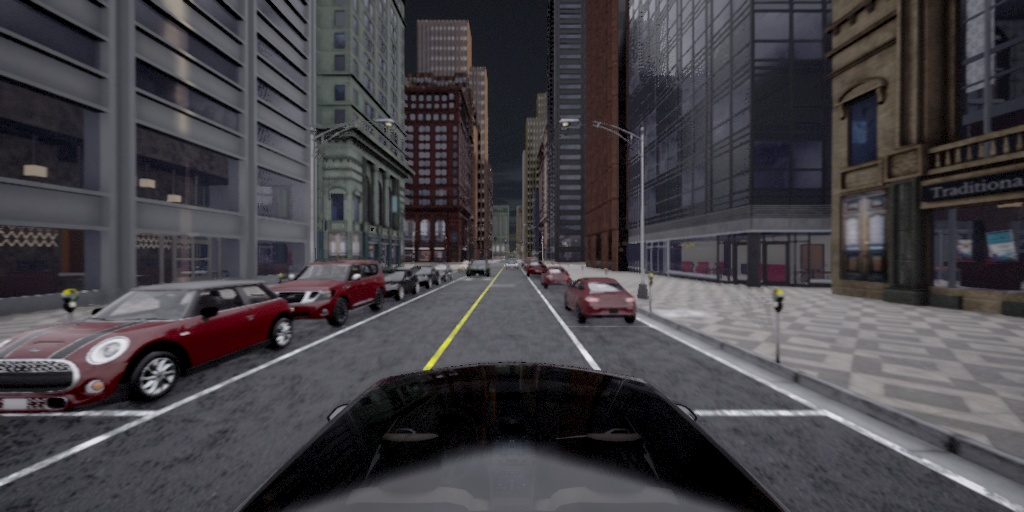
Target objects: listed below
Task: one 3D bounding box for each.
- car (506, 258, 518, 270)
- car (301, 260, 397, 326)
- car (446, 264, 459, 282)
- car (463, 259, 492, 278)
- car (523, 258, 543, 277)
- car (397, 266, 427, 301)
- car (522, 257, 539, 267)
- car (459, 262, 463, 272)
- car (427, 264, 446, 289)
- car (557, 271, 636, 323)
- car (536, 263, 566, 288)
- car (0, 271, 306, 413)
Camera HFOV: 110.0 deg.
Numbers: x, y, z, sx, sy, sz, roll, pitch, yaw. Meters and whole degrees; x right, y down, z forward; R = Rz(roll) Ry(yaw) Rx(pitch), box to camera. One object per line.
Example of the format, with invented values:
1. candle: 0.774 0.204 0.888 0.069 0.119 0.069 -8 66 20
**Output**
1. car: -0.003 1.356 53.984 1.895 1.301 4.718 0 0 0
2. car: -5.764 1.063 11.793 2.192 1.841 5.009 0 0 0
3. car: -5.766 1.296 28.702 2.007 1.370 4.403 0 0 0
4. car: -3.093 1.098 34.256 2.097 1.767 4.553 0 0 0
5. car: 2.356 1.224 35.598 1.882 1.535 5.008 0 0 0
6. car: -5.765 1.312 17.430 1.948 1.339 4.313 0 0 0
7. car: 2.757 1.064 45.616 2.192 1.841 5.009 0 0 0
8. car: -5.768 1.275 45.442 1.751 1.417 4.829 0 0 0
9. car: -5.765 1.312 23.066 1.948 1.339 4.313 0 0 0
10. car: 2.761 1.330 11.800 1.802 1.307 4.207 0 0 0
11. car: 2.760 1.327 23.072 1.802 1.307 4.207 0 0 0
12. car: -5.764 1.189 6.156 1.967 1.591 4.097 0 0 0
